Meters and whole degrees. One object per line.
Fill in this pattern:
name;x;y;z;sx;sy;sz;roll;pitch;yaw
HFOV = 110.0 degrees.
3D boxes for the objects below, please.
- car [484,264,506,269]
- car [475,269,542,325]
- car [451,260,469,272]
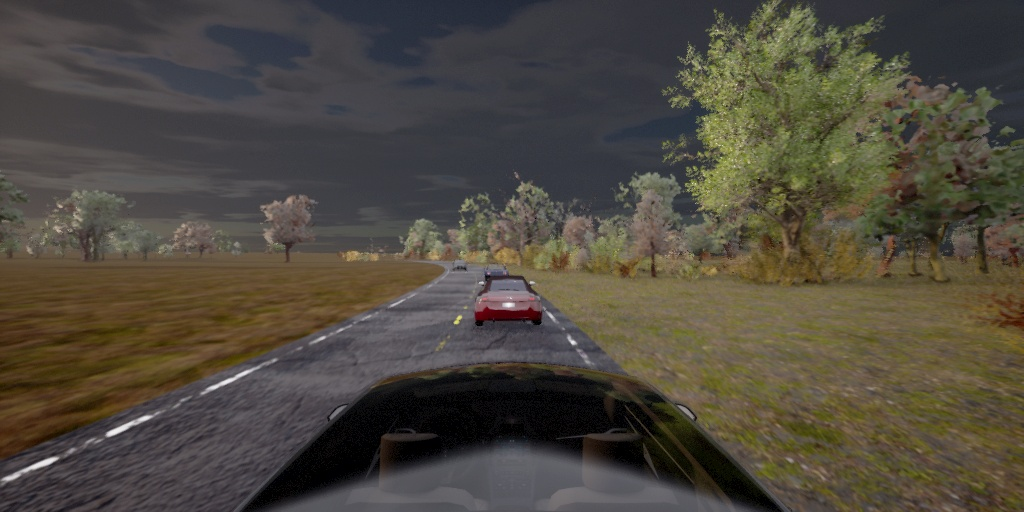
car;-1.382;1.347;29.726;1.895;1.301;4.718;0;0;-6
car;-0.163;1.313;11.850;1.994;1.385;4.181;0;0;-2
car;-6.809;1.245;47.020;1.837;1.490;4.892;0;0;-9
